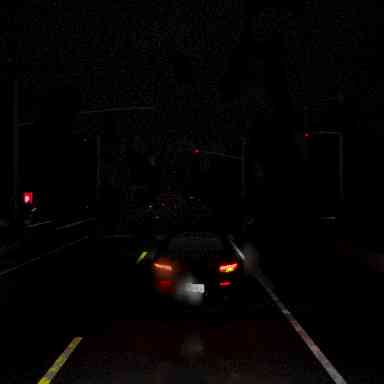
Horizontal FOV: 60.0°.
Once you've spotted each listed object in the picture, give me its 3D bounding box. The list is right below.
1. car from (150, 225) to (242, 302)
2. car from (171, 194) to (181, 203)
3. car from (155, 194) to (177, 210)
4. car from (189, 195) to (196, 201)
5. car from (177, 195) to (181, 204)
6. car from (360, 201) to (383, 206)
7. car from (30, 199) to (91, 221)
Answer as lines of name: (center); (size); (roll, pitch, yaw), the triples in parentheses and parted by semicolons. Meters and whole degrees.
car: (0.083, 1.526, 8.137); (1.812, 1.442, 4.674); (0, 0, 0)
car: (-3.412, 1.351, 71.503); (2.097, 1.767, 4.553); (0, 0, 0)
car: (-3.542, 1.223, 43.385); (2.150, 2.045, 5.566); (0, 0, 0)
car: (0.099, 1.525, 80.931); (2.128, 1.511, 4.902); (0, 0, 0)
car: (-3.503, 1.492, 59.100); (2.128, 1.511, 4.902); (0, 0, 0)
car: (15.574, 1.528, 28.695); (5.357, 1.411, 2.033); (0, 0, -6)
car: (-10.534, 1.367, 26.892); (4.553, 1.767, 2.097); (0, 0, -14)
